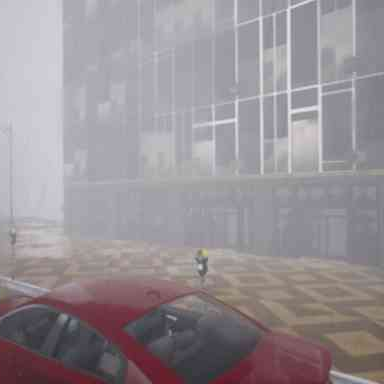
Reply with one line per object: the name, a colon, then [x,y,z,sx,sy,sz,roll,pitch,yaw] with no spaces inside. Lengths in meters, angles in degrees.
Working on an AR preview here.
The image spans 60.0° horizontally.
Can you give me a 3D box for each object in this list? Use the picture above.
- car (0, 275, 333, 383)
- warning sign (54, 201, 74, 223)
car: [-0.940,1.569,3.390,4.507,1.381,1.887,-1,0,35]
warning sign: [-11.020,1.689,28.622,1.300,1.860,1.060,1,0,33]
